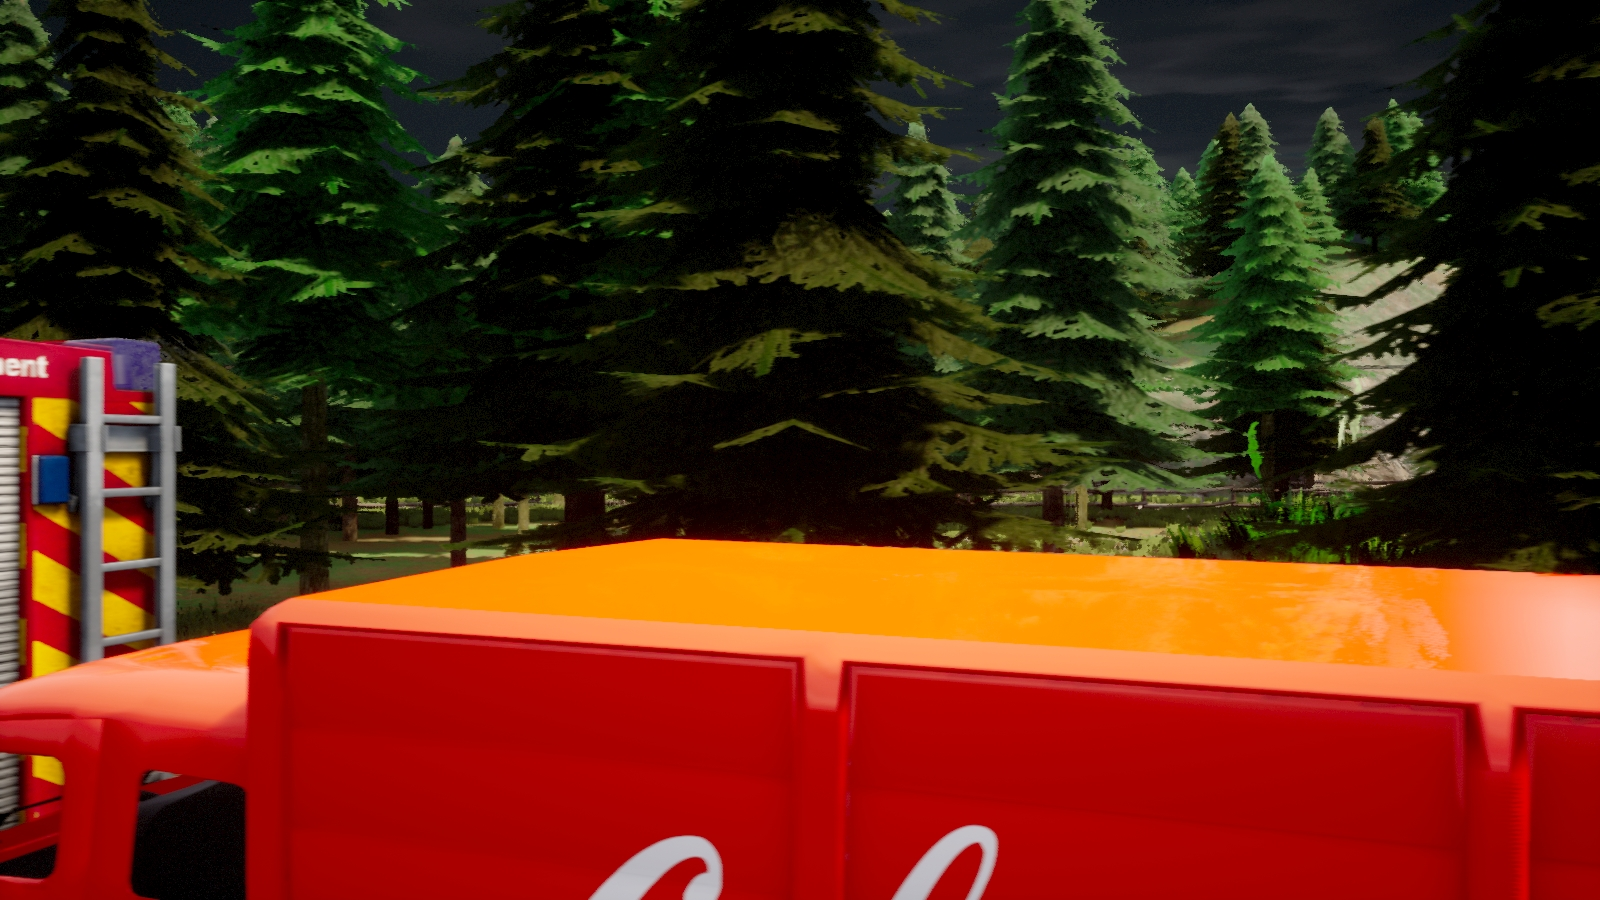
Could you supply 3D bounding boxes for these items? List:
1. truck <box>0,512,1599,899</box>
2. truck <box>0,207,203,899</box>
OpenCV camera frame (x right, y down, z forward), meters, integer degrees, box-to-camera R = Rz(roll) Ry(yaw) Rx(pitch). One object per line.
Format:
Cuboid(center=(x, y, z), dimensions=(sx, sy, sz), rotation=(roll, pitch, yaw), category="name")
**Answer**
Cuboid(center=(-0.221, 1.533, 3.417), dimensions=(5.204, 2.467, 2.627), rotation=(0, 0, 20), category="truck")
Cuboid(center=(-7.607, 0.858, 6.008), dimensions=(8.468, 3.827, 2.891), rotation=(0, 0, 19), category="truck")
